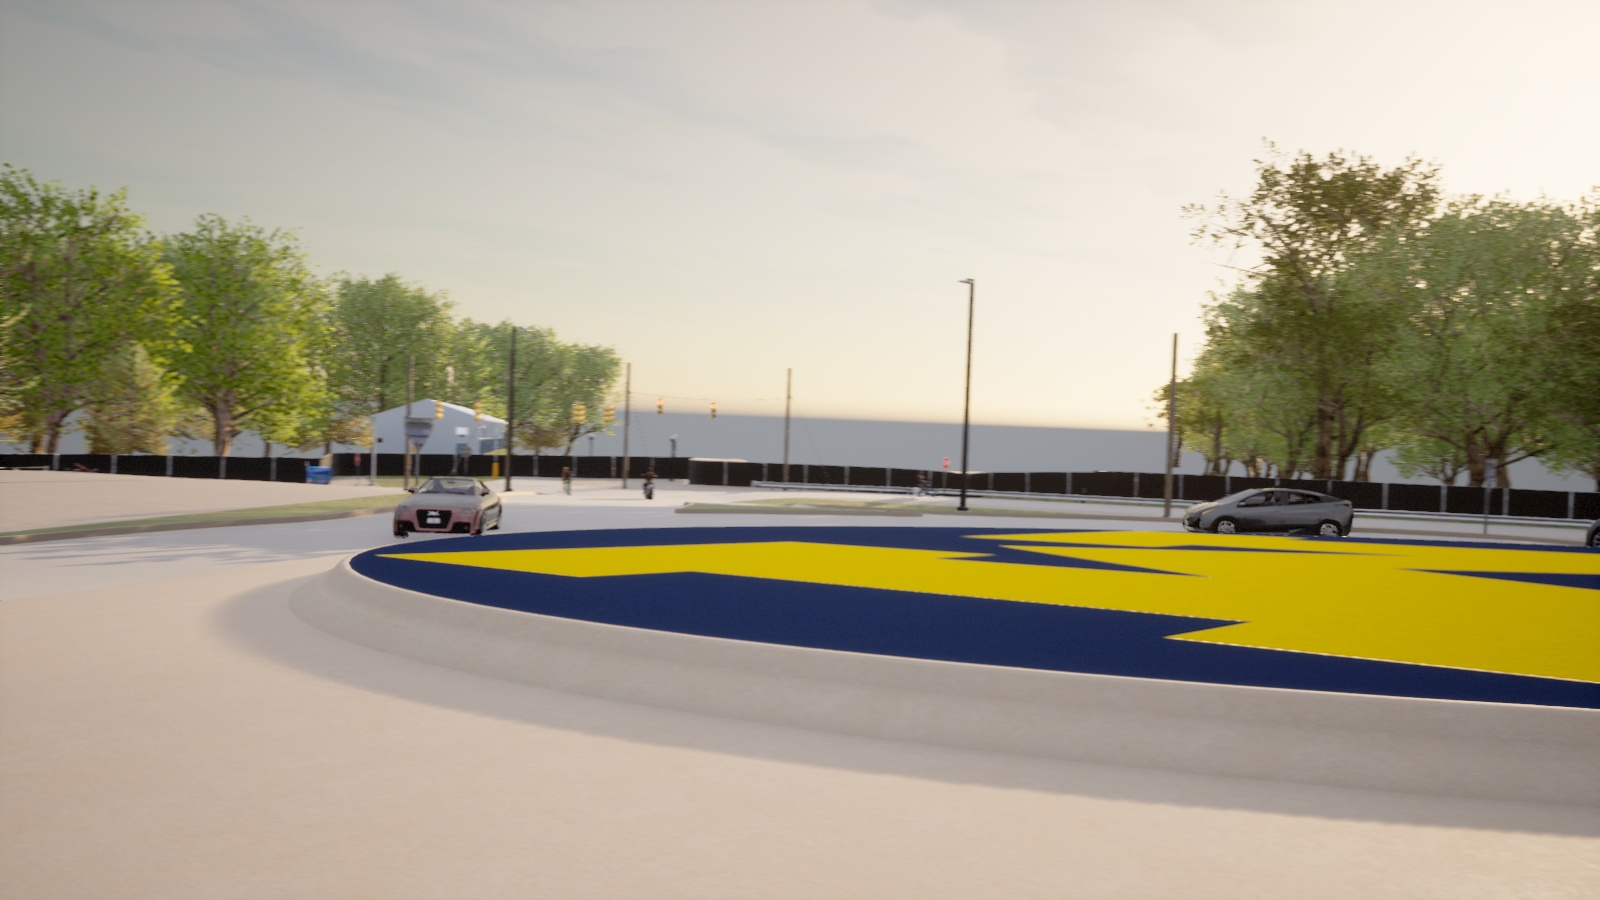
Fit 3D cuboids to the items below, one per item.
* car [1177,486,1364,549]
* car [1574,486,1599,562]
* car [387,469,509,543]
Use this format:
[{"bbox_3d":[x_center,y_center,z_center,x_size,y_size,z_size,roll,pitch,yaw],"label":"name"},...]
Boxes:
[{"bbox_3d":[13.231,1.893,35.537,4.514,1.525,2.007,2,0,2],"label":"car"},{"bbox_3d":[19.829,1.765,26.925,2.152,1.651,5.027,9,-4,-26],"label":"car"},{"bbox_3d":[-8.357,1.295,30.196,1.994,1.385,4.181,3,1,-4],"label":"car"}]
